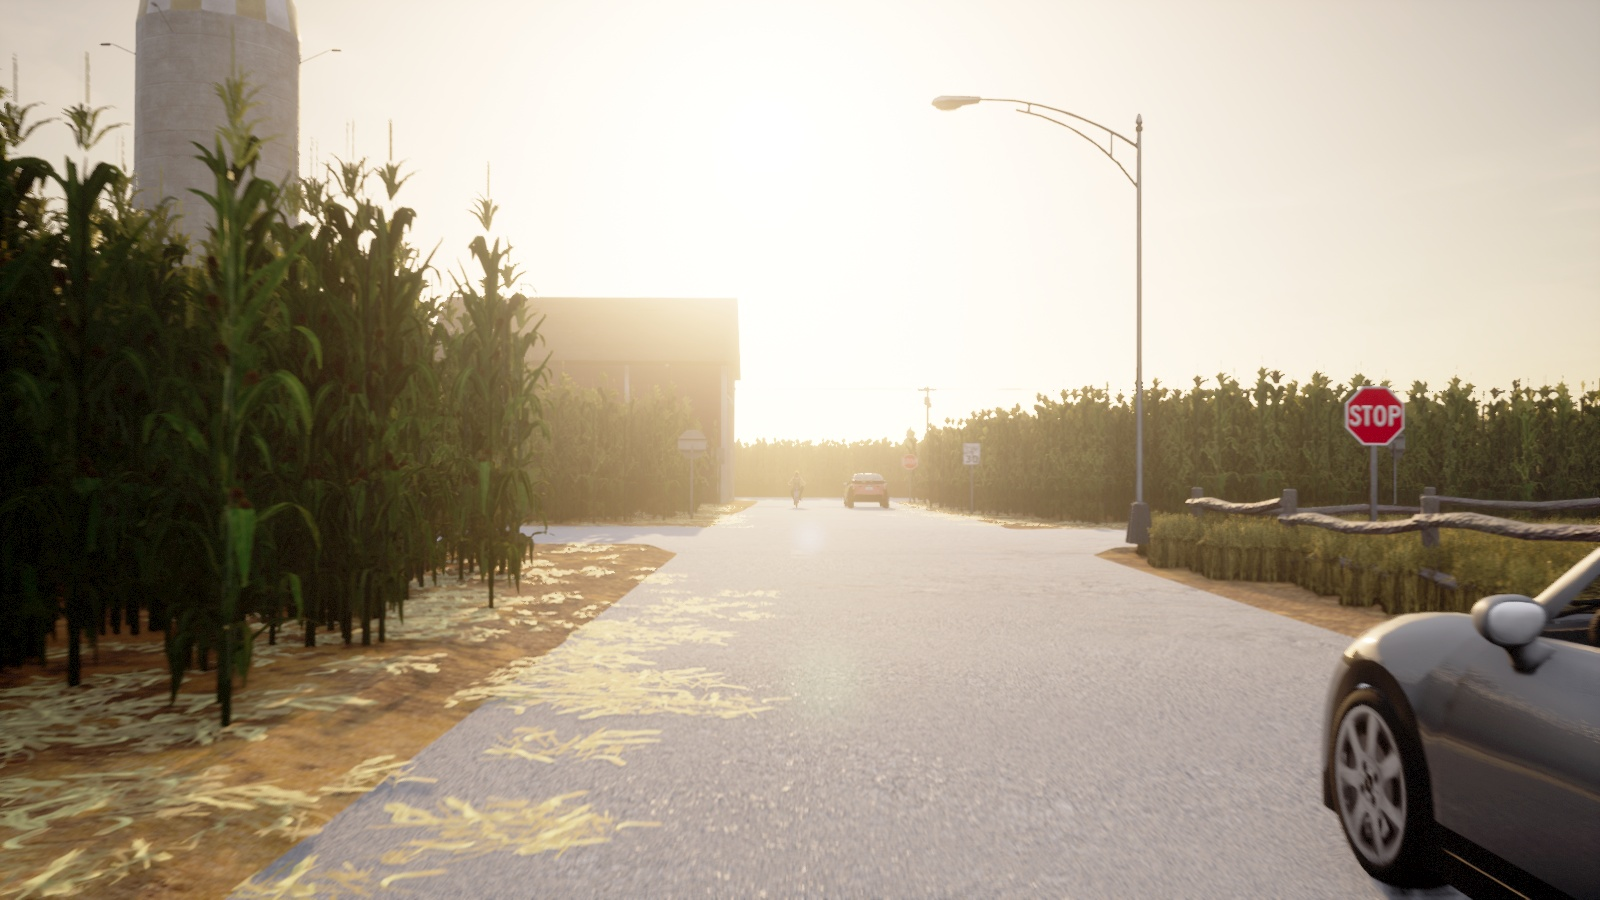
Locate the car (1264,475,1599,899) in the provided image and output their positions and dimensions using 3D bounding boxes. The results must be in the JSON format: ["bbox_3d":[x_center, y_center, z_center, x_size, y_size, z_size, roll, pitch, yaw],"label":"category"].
[{"bbox_3d":[3.091,0.824,3.769,1.970,1.475,3.806,0,-1,0],"label":"car"}]

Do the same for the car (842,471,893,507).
[{"bbox_3d":[2.964,1.737,56.093,2.007,1.525,4.514,0,-1,0],"label":"car"}]
